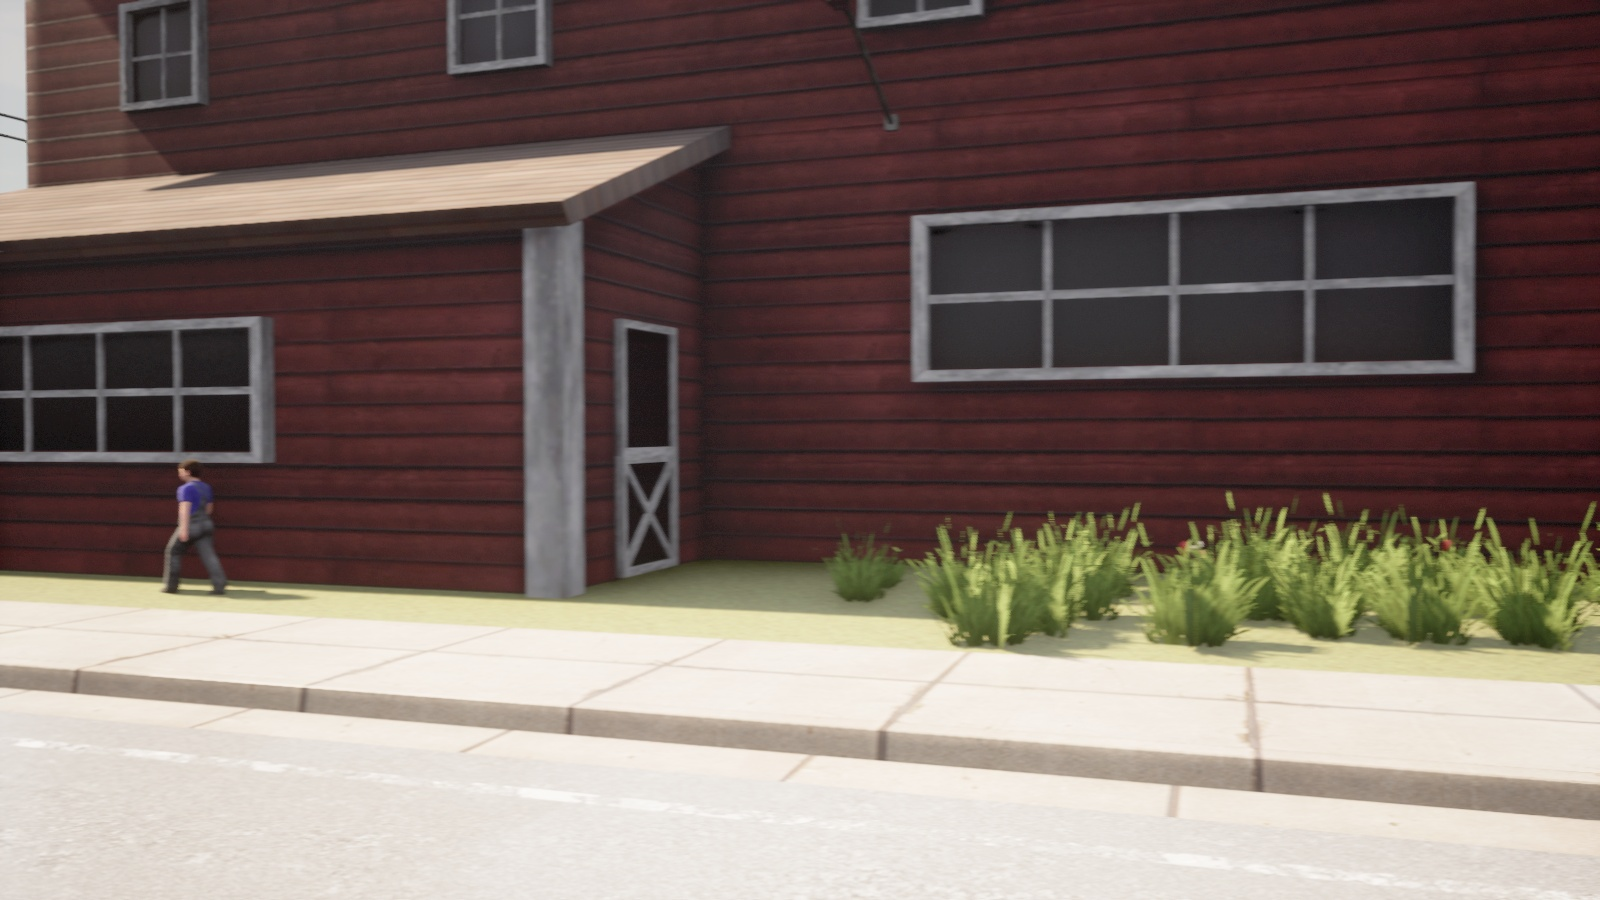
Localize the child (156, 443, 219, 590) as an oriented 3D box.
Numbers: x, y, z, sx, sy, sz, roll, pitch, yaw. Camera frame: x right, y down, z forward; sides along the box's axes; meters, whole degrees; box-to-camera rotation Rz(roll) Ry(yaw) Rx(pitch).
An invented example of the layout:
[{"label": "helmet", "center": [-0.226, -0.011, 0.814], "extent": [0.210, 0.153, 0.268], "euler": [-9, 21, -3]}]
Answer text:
[{"label": "child", "center": [-5.392, 0.571, 11.054], "extent": [0.437, 1.263, 0.270], "euler": [1, 1, 21]}]
